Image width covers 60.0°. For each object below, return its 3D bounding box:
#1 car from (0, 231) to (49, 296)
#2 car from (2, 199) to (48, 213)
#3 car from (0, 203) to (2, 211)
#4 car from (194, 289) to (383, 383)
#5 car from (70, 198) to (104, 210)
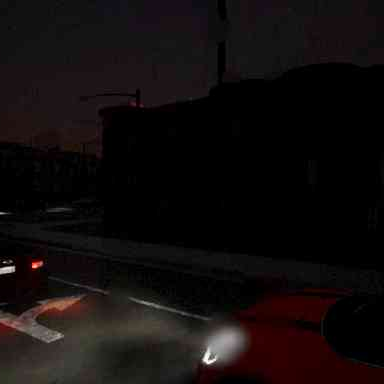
[{"bbox_3d":[-5.535,1.547,7.918,5.357,1.411,2.033,0,0,38],"label":"car"},{"bbox_3d":[-18.377,1.564,37.307,1.994,1.385,4.181,0,0,36],"label":"car"},{"bbox_3d":[-20.890,1.547,39.817,2.033,1.411,5.357,0,0,36],"label":"car"},{"bbox_3d":[2.214,1.352,2.418,4.553,1.767,2.097,0,0,36],"label":"car"},{"bbox_3d":[-13.306,1.601,44.385,1.895,1.301,4.718,0,0,36],"label":"car"}]
